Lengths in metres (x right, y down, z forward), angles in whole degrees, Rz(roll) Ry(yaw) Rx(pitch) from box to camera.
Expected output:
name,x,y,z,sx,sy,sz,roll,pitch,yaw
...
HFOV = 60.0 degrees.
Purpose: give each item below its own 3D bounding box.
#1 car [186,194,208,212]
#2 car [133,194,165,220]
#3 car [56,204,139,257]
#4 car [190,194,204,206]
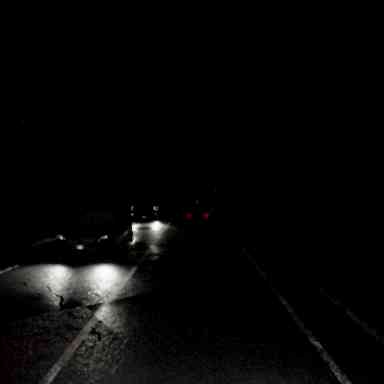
name,x,y,z,sx,sy,sz,roll,pitch,yaw
car,0.531,0.989,33.616,2.097,1.767,4.553,0,0,1
car,-3.207,1.066,24.663,2.097,1.767,4.553,0,1,1
car,-3.418,1.403,12.576,1.812,1.442,4.674,0,1,1
car,0.769,1.115,46.720,1.837,1.490,4.892,0,0,1
